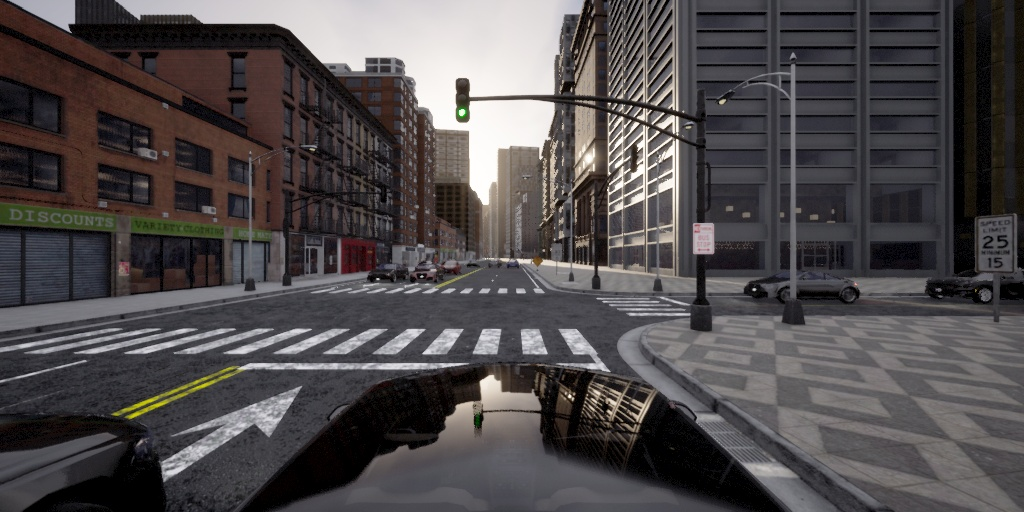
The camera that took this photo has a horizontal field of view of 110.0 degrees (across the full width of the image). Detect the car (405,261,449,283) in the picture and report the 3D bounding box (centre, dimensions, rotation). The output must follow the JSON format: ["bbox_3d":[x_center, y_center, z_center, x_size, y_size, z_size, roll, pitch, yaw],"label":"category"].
[{"bbox_3d":[-6.538,1.314,28.028,1.994,1.385,4.181,0,0,0],"label":"car"}]

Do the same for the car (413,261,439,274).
[{"bbox_3d":[-9.760,1.267,40.968,1.812,1.442,4.674,0,0,0],"label":"car"}]

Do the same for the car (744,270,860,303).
[{"bbox_3d":[12.894,1.331,16.126,4.181,1.385,1.994,0,0,0],"label":"car"}]

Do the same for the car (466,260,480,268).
[{"bbox_3d":[-6.401,1.329,59.553,1.895,1.301,4.718,0,0,1],"label":"car"}]

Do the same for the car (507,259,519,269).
[{"bbox_3d":[0.171,1.255,57.346,1.812,1.442,4.674,0,0,1],"label":"car"}]

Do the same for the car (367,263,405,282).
[{"bbox_3d":[-9.788,1.297,28.851,2.033,1.411,5.357,0,0,0],"label":"car"}]

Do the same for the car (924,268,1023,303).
[{"bbox_3d":[21.646,1.249,16.068,5.008,1.535,1.882,0,0,1],"label":"car"}]

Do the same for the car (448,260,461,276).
[{"bbox_3d":[-6.516,1.221,37.670,1.882,1.535,5.008,0,0,0],"label":"car"}]

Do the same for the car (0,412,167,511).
[{"bbox_3d":[-3.153,1.241,0.279,2.128,1.511,4.902,0,0,0],"label":"car"}]

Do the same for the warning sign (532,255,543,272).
[{"bbox_3d":[2.941,0.856,41.262,1.300,1.860,1.060,0,0,0],"label":"warning sign"}]

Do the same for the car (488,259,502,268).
[{"bbox_3d":[-3.011,1.218,61.374,2.128,1.511,4.902,0,0,0],"label":"car"}]
